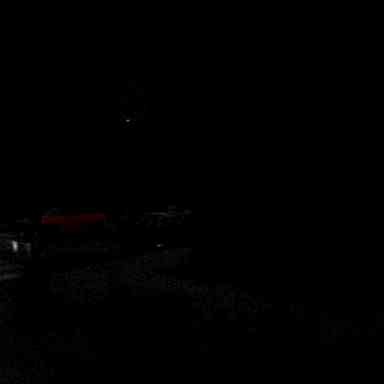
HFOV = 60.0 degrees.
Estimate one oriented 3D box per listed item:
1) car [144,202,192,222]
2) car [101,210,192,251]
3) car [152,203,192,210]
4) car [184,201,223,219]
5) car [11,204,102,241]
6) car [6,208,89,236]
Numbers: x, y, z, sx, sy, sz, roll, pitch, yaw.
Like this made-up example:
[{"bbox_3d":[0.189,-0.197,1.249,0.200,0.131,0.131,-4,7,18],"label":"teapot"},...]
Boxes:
[{"bbox_3d":[-2.027,1.673,28.895,1.967,1.590,4.097,0,-1,36],"label":"car"},{"bbox_3d":[-1.575,1.714,14.957,2.008,1.369,4.403,0,-1,36],"label":"car"},{"bbox_3d":[-1.696,1.741,24.958,1.812,1.442,4.674,0,0,36],"label":"car"},{"bbox_3d":[1.210,1.729,33.378,1.967,1.590,4.097,0,-1,36],"label":"car"},{"bbox_3d":[-6.850,1.479,17.811,2.097,1.767,4.553,0,0,36],"label":"car"},{"bbox_3d":[-8.502,1.704,19.926,1.802,1.307,4.206,0,-1,36],"label":"car"}]
